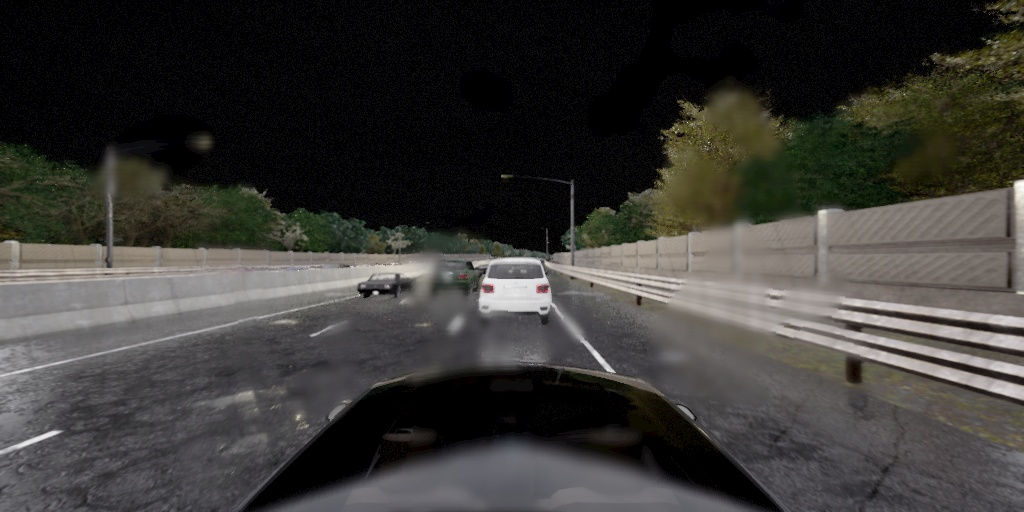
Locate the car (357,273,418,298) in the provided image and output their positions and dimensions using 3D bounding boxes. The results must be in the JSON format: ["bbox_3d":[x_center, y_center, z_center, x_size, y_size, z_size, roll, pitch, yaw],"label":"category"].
[{"bbox_3d":[-6.755,1.577,20.113,1.895,1.301,4.718,0,-1,1],"label":"car"}]

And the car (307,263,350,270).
[{"bbox_3d":[-17.152,1.491,34.363,2.097,1.767,4.553,0,-1,2],"label":"car"}]

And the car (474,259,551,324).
[{"bbox_3d":[0.138,1.111,12.773,2.150,2.045,5.566,0,0,1],"label":"car"}]

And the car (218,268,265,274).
[{"bbox_3d":[-24.203,1.725,32.707,1.895,1.301,4.718,0,-1,2],"label":"car"}]

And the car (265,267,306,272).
[{"bbox_3d":[-20.666,1.700,33.893,1.994,1.385,4.181,0,-1,2],"label":"car"}]

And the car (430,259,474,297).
[{"bbox_3d":[-3.241,1.209,21.068,2.150,2.045,5.566,0,-1,1],"label":"car"}]

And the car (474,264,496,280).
[{"bbox_3d":[-2.829,1.682,38.611,1.837,1.490,4.892,0,0,2],"label":"car"}]
